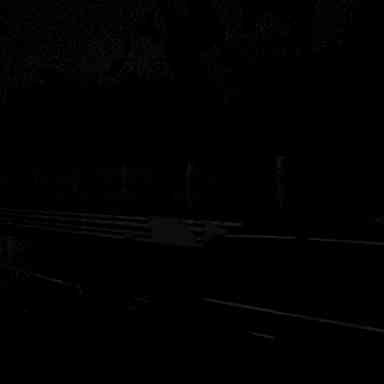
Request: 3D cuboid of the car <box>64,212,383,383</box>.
[{"bbox_3d":[1.145,1.224,3.175,5.566,2.045,2.150,0,0,35],"label":"car"}]
